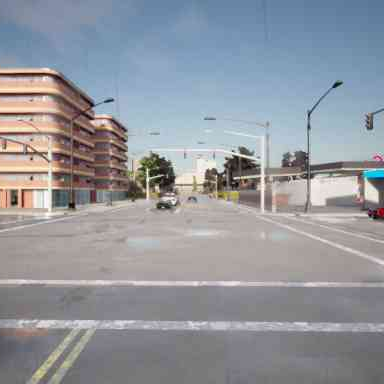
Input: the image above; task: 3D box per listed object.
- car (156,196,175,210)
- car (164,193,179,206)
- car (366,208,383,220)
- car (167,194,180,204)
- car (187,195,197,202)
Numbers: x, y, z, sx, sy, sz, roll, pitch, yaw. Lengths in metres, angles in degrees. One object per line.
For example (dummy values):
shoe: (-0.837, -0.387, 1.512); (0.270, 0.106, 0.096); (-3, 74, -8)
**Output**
car: (-3.575, 1.601, 43.233); (1.895, 1.301, 4.718); (0, 0, 0)
car: (-3.563, 1.221, 53.256); (2.150, 2.045, 5.566); (0, 0, 0)
car: (16.549, 1.601, 26.377); (4.718, 1.301, 1.895); (0, 0, 1)
car: (-3.520, 1.352, 63.387); (2.097, 1.767, 4.553); (0, 0, 0)
car: (0.039, 1.339, 70.762); (1.812, 1.442, 4.674); (0, 0, 0)
